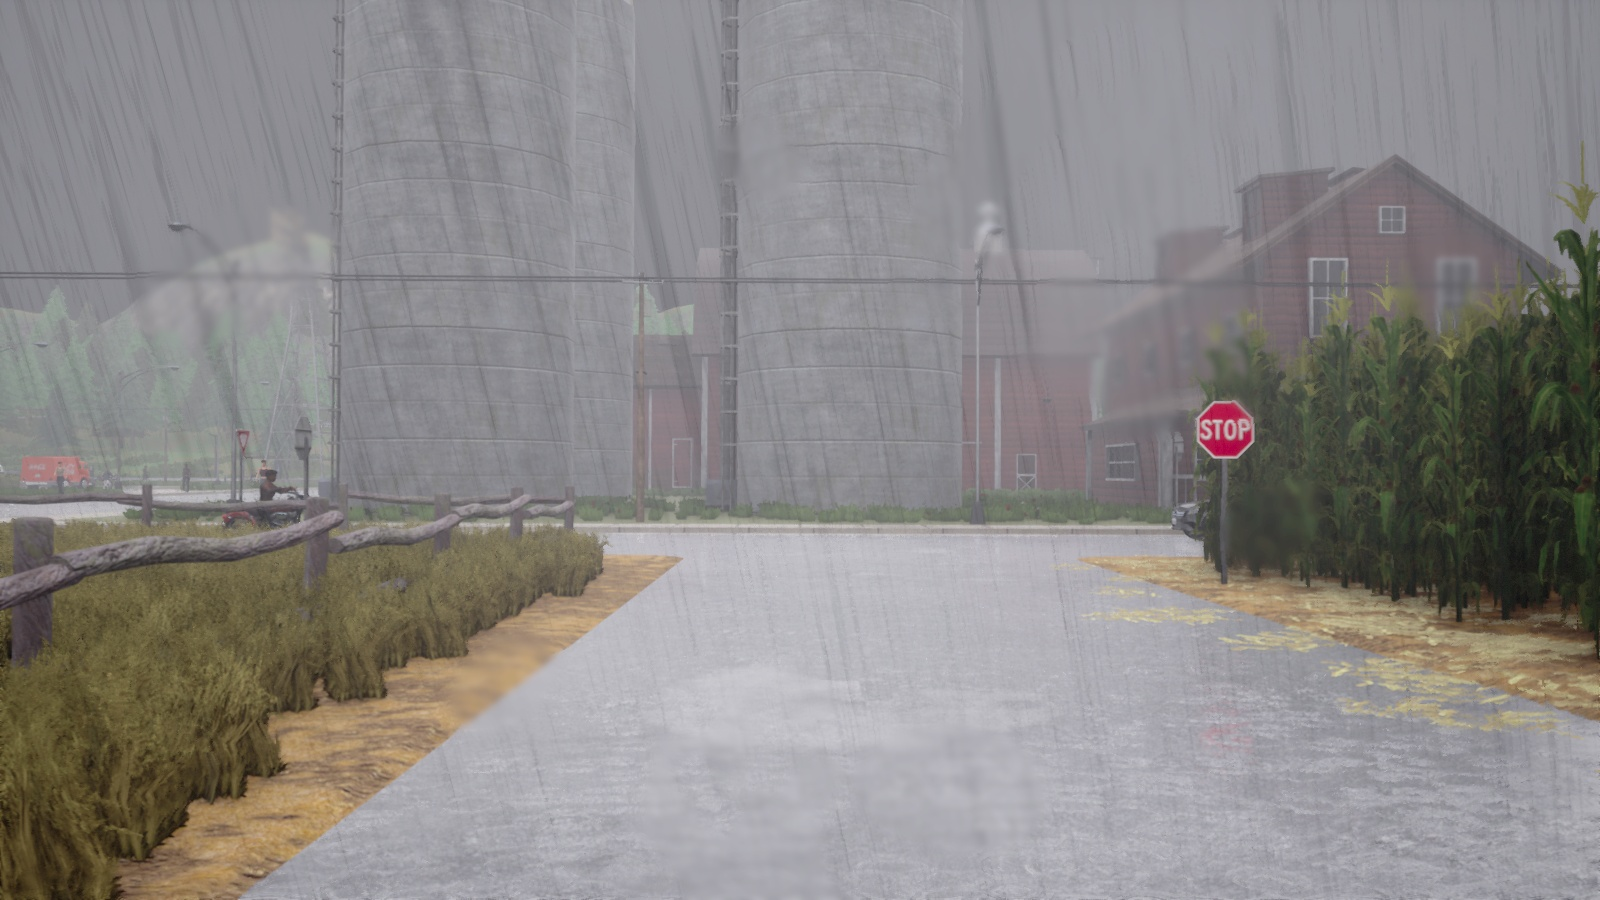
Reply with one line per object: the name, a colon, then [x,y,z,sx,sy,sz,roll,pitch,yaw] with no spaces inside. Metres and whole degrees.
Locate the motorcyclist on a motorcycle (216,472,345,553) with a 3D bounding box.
motorcyclist on a motorcycle: [-10.785,1.292,26.136,2.350,1.649,0.766,0,-1,0]

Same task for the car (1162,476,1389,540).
car: [11.191,1.342,29.744,4.674,1.442,1.812,0,-1,0]

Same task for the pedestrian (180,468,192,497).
pedestrian: [-38.534,2.022,78.829,0.328,1.805,0.869,0,-1,-3]

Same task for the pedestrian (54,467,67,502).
pedestrian: [-38.729,1.796,65.750,0.345,1.836,0.594,0,-1,-3]

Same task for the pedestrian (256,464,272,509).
pedestrian: [-21.757,1.472,50.986,0.345,1.836,0.594,0,-1,5]
